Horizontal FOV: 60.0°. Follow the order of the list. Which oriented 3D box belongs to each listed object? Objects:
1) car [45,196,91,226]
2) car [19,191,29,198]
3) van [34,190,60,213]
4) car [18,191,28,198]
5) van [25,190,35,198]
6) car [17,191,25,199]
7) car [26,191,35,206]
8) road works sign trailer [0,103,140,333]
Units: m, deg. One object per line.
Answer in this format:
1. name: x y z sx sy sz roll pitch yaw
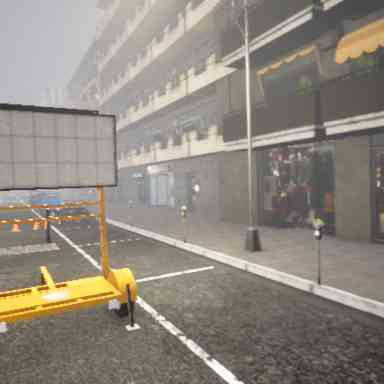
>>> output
1. car: -7.283 1.163 19.932 2.008 1.369 4.403 -3 2 -29
2. car: -36.981 0.550 73.120 1.752 1.417 4.829 -3 2 -29
3. van: -12.675 0.841 29.569 1.690 1.788 3.998 -3 2 -29
4. car: -39.674 0.502 77.942 1.752 1.417 4.829 -3 2 -29
5. van: -20.751 0.679 44.034 1.690 1.788 3.998 -3 2 -29
6. car: -34.204 0.642 68.152 1.947 1.339 4.313 -3 2 -29
7. car: -18.052 0.936 39.218 1.887 1.381 4.507 -3 2 -29
8. road works sign trailer: -2.512 0.351 5.782 2.380 3.560 2.880 -3 2 -29
